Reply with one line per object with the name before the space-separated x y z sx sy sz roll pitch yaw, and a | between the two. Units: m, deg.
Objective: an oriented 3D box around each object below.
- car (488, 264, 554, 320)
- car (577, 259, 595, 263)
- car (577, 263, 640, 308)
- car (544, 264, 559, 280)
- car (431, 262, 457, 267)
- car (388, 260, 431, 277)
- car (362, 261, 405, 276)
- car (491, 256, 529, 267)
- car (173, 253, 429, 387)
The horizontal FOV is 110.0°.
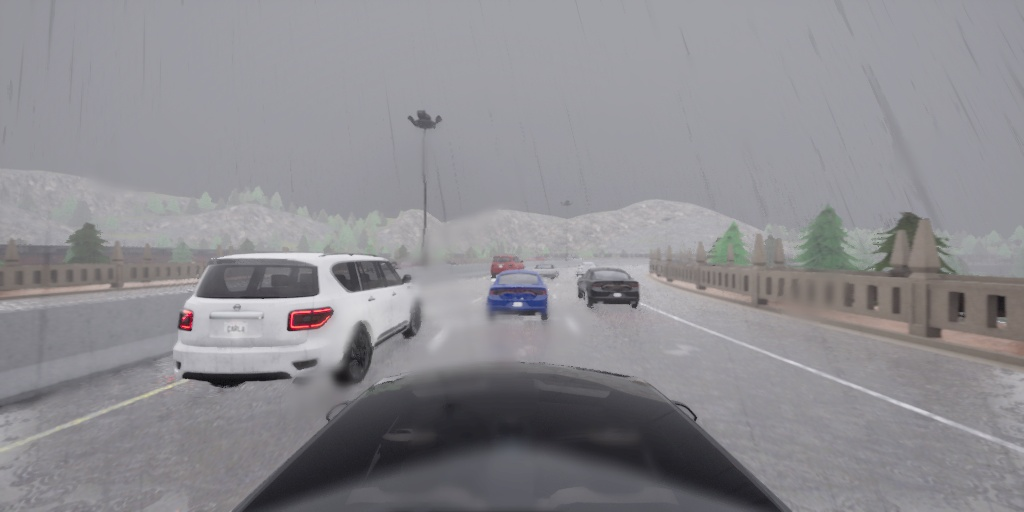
car | 0.265 1.229 12.714 1.882 1.535 5.008 0 0 2
car | 7.284 1.280 33.962 1.812 1.442 4.674 0 0 16
car | 3.912 1.230 15.191 1.882 1.535 5.008 0 0 4
car | 3.072 1.355 31.936 1.895 1.301 4.718 0 0 14
car | -6.795 1.302 36.426 2.033 1.411 5.357 0 0 16
car | -10.307 1.232 36.544 1.882 1.535 5.008 0 0 15
car | -13.521 1.259 38.066 1.837 1.490 4.892 0 0 16
car | -0.301 0.976 32.880 2.150 2.045 5.566 0 0 14
car | -3.395 0.972 7.095 2.150 2.045 5.566 0 0 0
